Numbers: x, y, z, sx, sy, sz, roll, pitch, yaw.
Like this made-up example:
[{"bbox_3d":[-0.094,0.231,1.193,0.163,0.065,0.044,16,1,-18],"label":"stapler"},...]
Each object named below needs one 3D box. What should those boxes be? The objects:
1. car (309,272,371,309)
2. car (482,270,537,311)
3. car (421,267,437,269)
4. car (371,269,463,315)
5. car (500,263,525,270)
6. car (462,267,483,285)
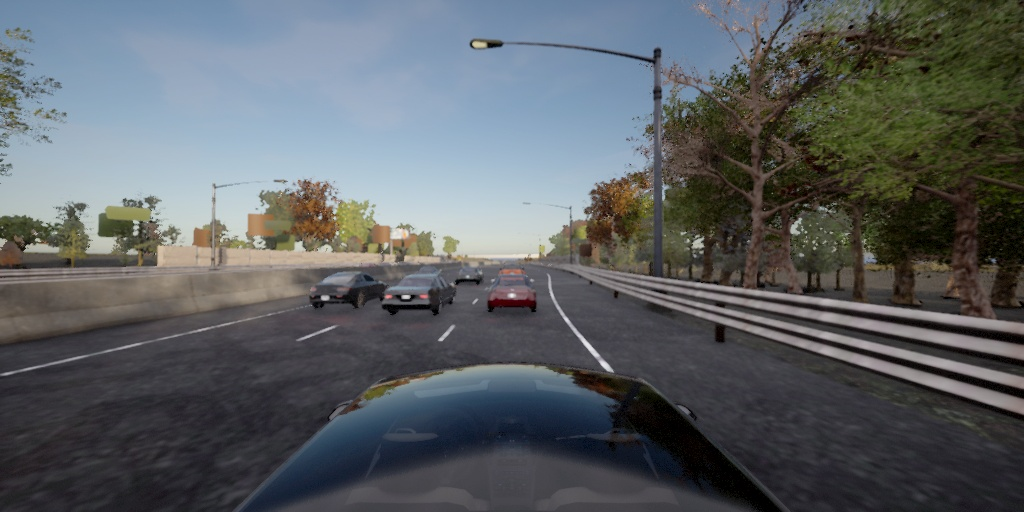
[{"bbox_3d":[-6.975,1.424,15.735,1.812,1.442,4.674,0,0,1],"label":"car"},{"bbox_3d":[0.021,1.459,15.348,1.994,1.385,4.181,0,-1,1],"label":"car"},{"bbox_3d":[-6.980,1.625,30.304,1.994,1.385,4.181,0,-1,1],"label":"car"},{"bbox_3d":[-3.491,1.432,14.368,2.033,1.411,5.357,0,-1,0],"label":"car"},{"bbox_3d":[0.019,1.411,30.264,2.097,1.767,4.553,0,-1,1],"label":"car"},{"bbox_3d":[-3.480,1.624,30.227,1.994,1.385,4.181,0,-1,0],"label":"car"}]
